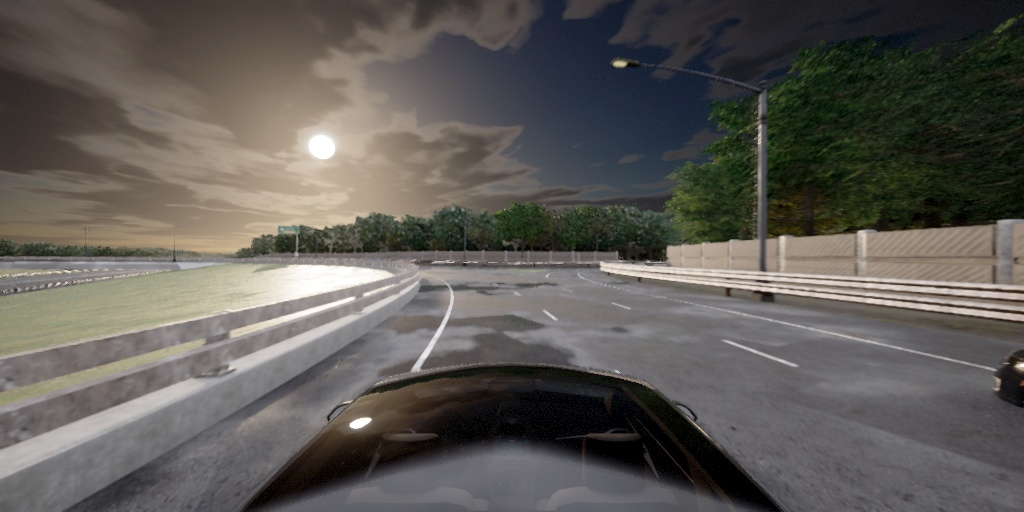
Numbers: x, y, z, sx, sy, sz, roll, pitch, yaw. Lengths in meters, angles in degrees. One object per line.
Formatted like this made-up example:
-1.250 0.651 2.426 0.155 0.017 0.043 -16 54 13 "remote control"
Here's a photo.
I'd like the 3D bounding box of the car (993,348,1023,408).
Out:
7.058 1.307 2.463 1.837 1.490 4.892 1 0 0 "car"
